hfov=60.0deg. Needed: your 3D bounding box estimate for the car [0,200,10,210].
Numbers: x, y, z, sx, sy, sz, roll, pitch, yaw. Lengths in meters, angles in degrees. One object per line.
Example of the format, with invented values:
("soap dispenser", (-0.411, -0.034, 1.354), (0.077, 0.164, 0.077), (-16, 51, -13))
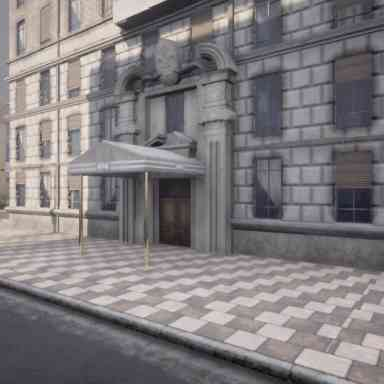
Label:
("car", (-24.060, 1.601, 40.470), (1.895, 1.301, 4.718), (0, 0, 35))
